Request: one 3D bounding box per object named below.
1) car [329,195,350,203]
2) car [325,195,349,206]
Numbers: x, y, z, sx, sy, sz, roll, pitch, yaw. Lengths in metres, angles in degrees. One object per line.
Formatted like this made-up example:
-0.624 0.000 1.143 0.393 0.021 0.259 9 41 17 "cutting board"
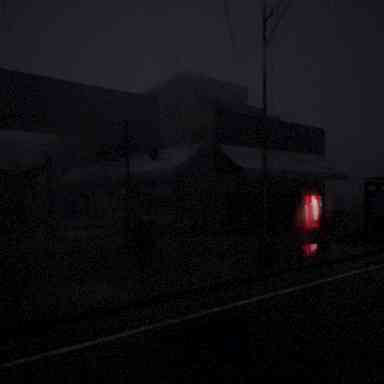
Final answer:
30.329 1.407 68.301 4.514 1.523 2.007 0 0 -36 "car"
21.055 1.286 50.183 5.027 1.636 2.152 0 0 -36 "car"
